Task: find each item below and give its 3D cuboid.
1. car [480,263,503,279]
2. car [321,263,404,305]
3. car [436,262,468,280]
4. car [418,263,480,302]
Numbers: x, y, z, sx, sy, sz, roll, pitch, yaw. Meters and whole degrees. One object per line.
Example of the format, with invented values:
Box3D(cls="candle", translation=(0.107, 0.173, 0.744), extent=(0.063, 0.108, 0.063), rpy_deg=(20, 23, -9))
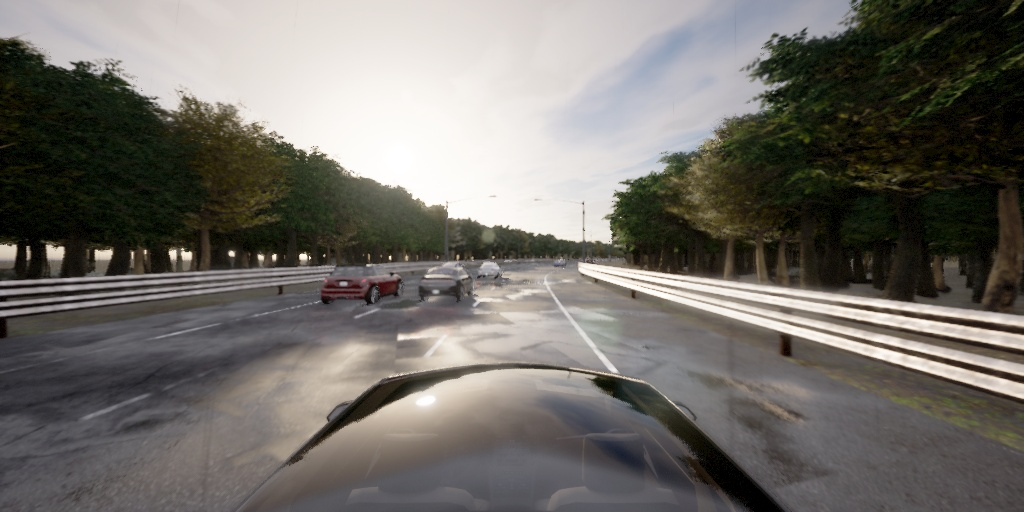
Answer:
Box3D(cls="car", translation=(-2.056, 1.349, 33.664), extent=(1.812, 1.442, 4.674), rpy_deg=(0, 0, 4))
Box3D(cls="car", translation=(-6.575, 1.122, 16.292), extent=(2.097, 1.767, 4.553), rpy_deg=(0, 0, 2))
Box3D(cls="car", translation=(-5.548, 1.347, 33.708), extent=(1.812, 1.442, 4.674), rpy_deg=(0, 0, 5))
Box3D(cls="car", translation=(-3.044, 1.268, 17.194), extent=(2.128, 1.511, 4.902), rpy_deg=(0, 0, 2))
